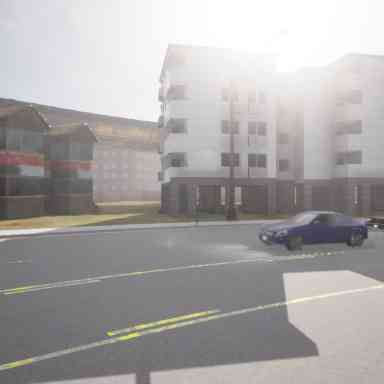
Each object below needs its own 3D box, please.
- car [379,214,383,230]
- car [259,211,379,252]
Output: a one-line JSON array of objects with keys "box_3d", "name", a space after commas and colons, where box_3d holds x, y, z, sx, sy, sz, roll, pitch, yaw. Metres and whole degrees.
[{"box_3d": [13.105, 1.548, 19.386, 5.357, 1.411, 2.033, 0, 0, -9], "name": "car"}, {"box_3d": [5.039, 1.525, 13.708, 4.674, 1.442, 1.812, 0, 0, -19], "name": "car"}]
